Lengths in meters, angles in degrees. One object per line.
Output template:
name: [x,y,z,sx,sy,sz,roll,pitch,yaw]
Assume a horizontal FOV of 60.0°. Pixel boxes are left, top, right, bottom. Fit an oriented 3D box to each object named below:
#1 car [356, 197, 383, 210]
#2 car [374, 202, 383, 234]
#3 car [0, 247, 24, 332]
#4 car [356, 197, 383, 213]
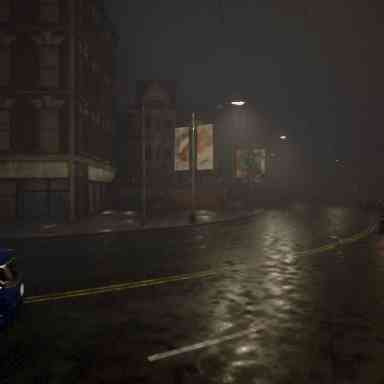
car: [23.752,1.488,44.045,1.837,1.490,4.892,0,0,4]
car: [11.618,1.496,18.488,1.837,1.490,4.892,1,0,35]
car: [-5.273,1.221,4.265,5.566,2.045,2.150,0,0,-23]
car: [19.144,1.477,35.760,2.128,1.511,4.902,0,0,14]
